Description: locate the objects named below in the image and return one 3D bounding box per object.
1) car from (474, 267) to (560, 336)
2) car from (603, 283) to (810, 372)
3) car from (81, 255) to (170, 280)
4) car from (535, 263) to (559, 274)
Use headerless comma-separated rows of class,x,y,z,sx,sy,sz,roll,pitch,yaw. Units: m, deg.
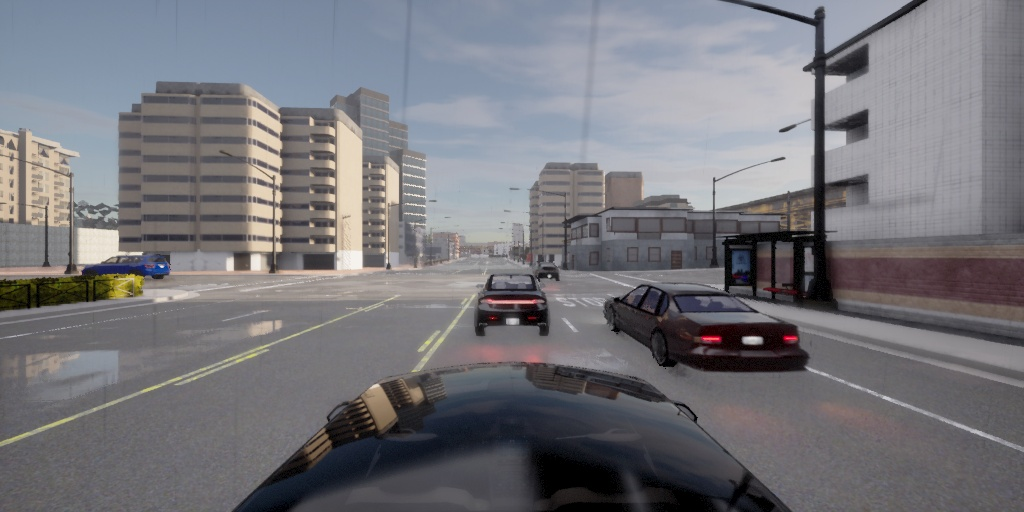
car,-0.020,1.242,10.379,2.128,1.511,4.902,0,0,-1
car,3.527,1.297,7.816,2.033,1.411,5.357,0,0,-1
car,-31.422,0.972,29.301,5.566,2.045,2.150,0,0,-3
car,2.750,1.284,30.032,1.837,1.490,4.892,0,0,-3
